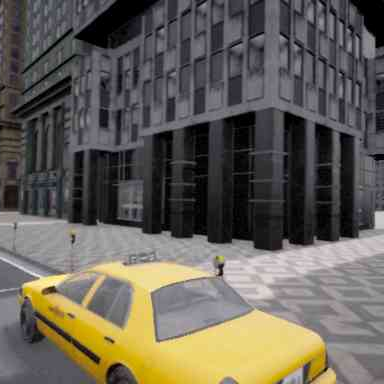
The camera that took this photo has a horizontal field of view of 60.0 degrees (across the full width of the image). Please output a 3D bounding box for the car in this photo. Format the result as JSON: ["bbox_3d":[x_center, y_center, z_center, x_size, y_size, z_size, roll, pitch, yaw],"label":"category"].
[{"bbox_3d":[-0.889,1.609,4.690,1.801,1.575,5.366,3,-3,-43],"label":"car"}]
